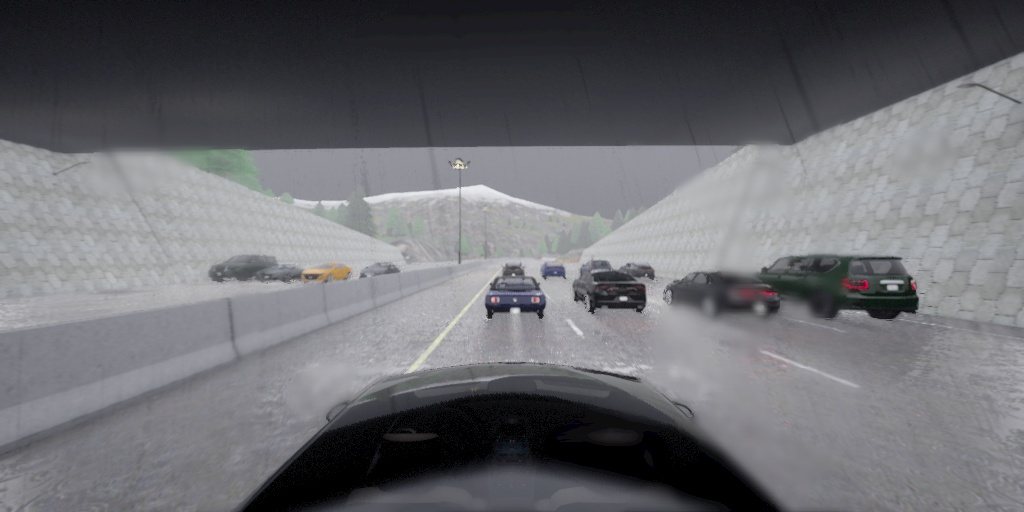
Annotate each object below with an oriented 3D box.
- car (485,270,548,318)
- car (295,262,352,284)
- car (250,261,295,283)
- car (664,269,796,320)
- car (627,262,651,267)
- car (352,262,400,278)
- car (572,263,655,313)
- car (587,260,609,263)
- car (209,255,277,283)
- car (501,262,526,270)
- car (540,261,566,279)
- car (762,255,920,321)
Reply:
[{"bbox_3d":[0.105,1.352,12.992,1.895,1.301,4.718,0,0,0],"label":"car"},{"bbox_3d":[-14.079,1.229,27.583,1.882,1.535,5.008,0,0,0],"label":"car"},{"bbox_3d":[-17.578,1.316,27.728,1.994,1.385,4.181,0,0,0],"label":"car"},{"bbox_3d":[7.106,1.256,12.665,1.837,1.490,4.892,0,0,0],"label":"car"},{"bbox_3d":[10.621,1.257,30.789,1.837,1.490,4.892,0,0,0],"label":"car"},{"bbox_3d":[-10.578,1.243,28.987,2.128,1.511,4.902,0,0,0],"label":"car"},{"bbox_3d":[3.607,1.229,14.065,1.882,1.535,5.008,0,0,0],"label":"car"},{"bbox_3d":[7.120,1.104,30.442,2.097,1.767,4.553,0,0,0],"label":"car"},{"bbox_3d":[-21.079,0.973,28.640,2.150,2.045,5.566,0,0,0],"label":"car"},{"bbox_3d":[0.120,1.257,30.786,1.837,1.490,4.892,0,0,0],"label":"car"},{"bbox_3d":[3.621,1.230,32.287,1.882,1.535,5.008,0,0,0],"label":"car"},{"bbox_3d":[10.604,0.972,12.670,2.150,2.045,5.566,0,0,0],"label":"car"}]
